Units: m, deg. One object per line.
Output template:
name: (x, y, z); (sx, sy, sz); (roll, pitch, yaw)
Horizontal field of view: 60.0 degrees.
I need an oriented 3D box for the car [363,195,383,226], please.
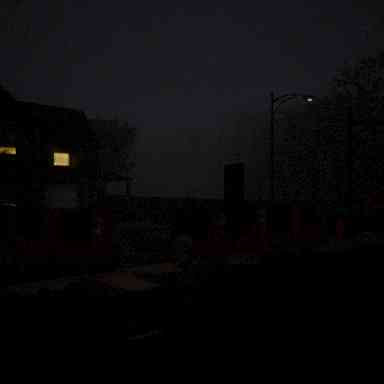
car: (13.671, 1.192, 20.672); (2.150, 2.045, 5.566); (0, 0, -36)
